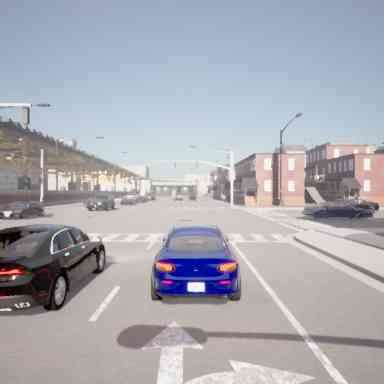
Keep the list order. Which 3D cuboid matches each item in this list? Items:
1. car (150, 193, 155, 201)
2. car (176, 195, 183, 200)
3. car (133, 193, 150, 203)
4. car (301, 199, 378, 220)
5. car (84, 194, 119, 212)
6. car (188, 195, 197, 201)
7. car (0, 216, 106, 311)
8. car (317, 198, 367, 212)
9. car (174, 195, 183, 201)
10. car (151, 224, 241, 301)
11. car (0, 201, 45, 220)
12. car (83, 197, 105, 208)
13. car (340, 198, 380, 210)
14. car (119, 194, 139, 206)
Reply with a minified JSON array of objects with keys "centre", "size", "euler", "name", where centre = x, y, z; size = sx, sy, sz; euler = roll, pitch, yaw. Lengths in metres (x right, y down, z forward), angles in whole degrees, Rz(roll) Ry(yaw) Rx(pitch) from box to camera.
[{"centre":[-10.365,1.193,82.456],"size":[2.150,2.045,5.566],"euler":[0,0,0],"name":"car"},{"centre":[-3.349,1.496,92.129],"size":[1.812,1.442,4.674],"euler":[0,0,0],"name":"car"},{"centre":[-10.387,1.456,68.819],"size":[1.882,1.535,5.008],"euler":[0,0,0],"name":"car"},{"centre":[11.833,1.539,27.299],"size":[5.357,1.411,2.033],"euler":[0,0,0],"name":"car"},{"centre":[-10.537,1.211,39.011],"size":[2.150,2.045,5.566],"euler":[0,0,0],"name":"car"},{"centre":[0.134,1.475,81.583],"size":[1.837,1.490,4.892],"euler":[0,0,0],"name":"car"},{"centre":[-3.415,1.502,7.761],"size":[1.837,1.490,4.892],"euler":[0,0,0],"name":"car"},{"centre":[17.082,1.493,38.028],"size":[4.892,1.490,1.837],"euler":[0,0,0],"name":"car"},{"centre":[-3.366,1.570,82.083],"size":[1.895,1.301,4.718],"euler":[0,0,0],"name":"car"},{"centre":[0.091,1.523,8.219],"size":[1.812,1.442,4.674],"euler":[0,0,0],"name":"car"},{"centre":[-14.055,1.483,27.744],"size":[2.128,1.511,4.902],"euler":[0,0,0],"name":"car"},{"centre":[-14.015,1.511,47.858],"size":[1.812,1.442,4.674],"euler":[0,0,0],"name":"car"},{"centre":[16.779,1.481,34.521],"size":[4.902,1.511,2.128],"euler":[0,0,0],"name":"car"},{"centre":[-10.499,1.547,54.595],"size":[1.994,1.385,4.181],"euler":[0,0,0],"name":"car"}]
